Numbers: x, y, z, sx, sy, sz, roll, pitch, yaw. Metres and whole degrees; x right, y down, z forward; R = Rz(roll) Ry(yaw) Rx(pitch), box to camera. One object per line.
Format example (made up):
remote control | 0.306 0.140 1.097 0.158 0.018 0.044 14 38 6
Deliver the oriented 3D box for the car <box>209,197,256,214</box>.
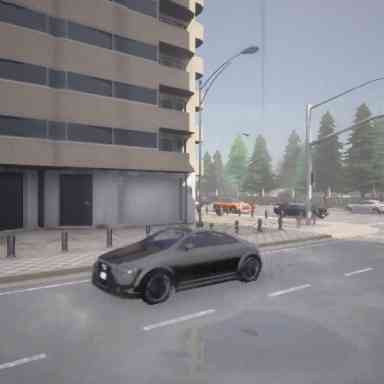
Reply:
car | 4.396 1.407 36.646 2.097 1.767 4.553 0 0 -36

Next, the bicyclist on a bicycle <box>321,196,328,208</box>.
bicyclist on a bicycle | 17.331 1.356 43.469 1.656 1.620 0.582 0 0 -36

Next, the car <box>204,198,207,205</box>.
car | -0.231 1.619 49.058 1.994 1.385 4.181 0 0 -36

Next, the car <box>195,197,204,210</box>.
car | -0.958 1.533 44.079 1.882 1.535 5.008 0 0 -36

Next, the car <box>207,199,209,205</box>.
car | 1.218 1.603 59.329 2.033 1.411 5.357 0 0 -35

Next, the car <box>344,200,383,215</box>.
car | 18.514 1.581 35.151 1.812 1.442 4.674 0 0 -36

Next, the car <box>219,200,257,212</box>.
car | 5.571 1.656 40.996 1.895 1.301 4.718 0 0 -36

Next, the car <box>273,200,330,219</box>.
car | 9.613 1.656 29.414 1.895 1.301 4.718 0 0 -36

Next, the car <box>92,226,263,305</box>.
car | -0.231 1.564 8.128 4.181 1.385 1.994 0 0 -36
